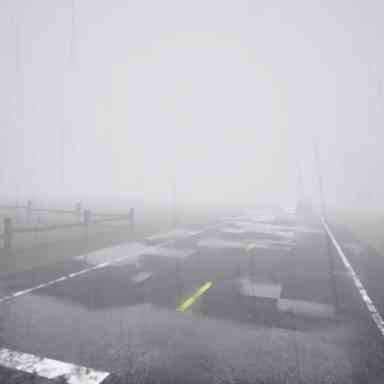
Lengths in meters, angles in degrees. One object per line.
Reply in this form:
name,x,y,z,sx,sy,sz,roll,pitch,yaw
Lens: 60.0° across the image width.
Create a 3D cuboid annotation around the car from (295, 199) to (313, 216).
car,12.345,1.827,36.731,2.033,1.411,5.357,1,0,18
